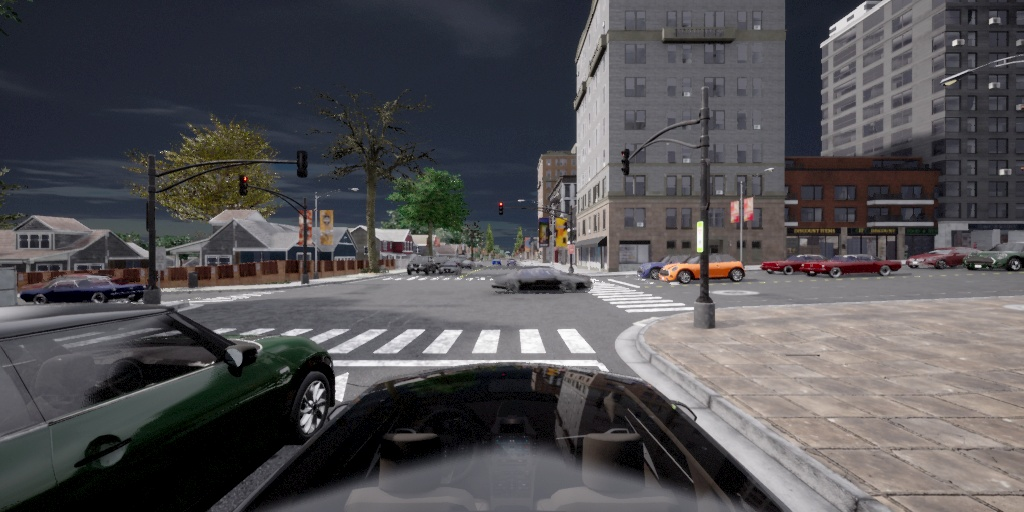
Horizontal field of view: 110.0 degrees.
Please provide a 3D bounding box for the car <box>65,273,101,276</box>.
[{"bbox_3d":[-25.911,1.820,21.327,5.008,1.535,1.882,-2,0,0],"label":"car"}]

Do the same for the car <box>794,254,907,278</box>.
[{"bbox_3d":[20.339,0.584,21.712,4.718,1.301,1.895,-2,0,0],"label":"car"}]

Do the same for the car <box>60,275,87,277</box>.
[{"bbox_3d":[-21.634,1.807,18.325,4.718,1.301,1.895,-2,0,0],"label":"car"}]

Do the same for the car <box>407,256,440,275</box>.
[{"bbox_3d":[-9.895,0.993,39.643,2.150,2.045,5.566,0,0,0],"label":"car"}]

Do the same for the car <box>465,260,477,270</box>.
[{"bbox_3d":[-6.656,1.273,52.623,1.882,1.535,5.008,0,0,0],"label":"car"}]

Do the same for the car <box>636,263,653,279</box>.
[{"bbox_3d":[11.102,0.679,24.998,4.553,1.767,2.097,-2,0,2],"label":"car"}]

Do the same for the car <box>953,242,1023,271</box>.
[{"bbox_3d":[30.494,-0.046,21.745,4.553,1.767,2.097,-2,0,0],"label":"car"}]

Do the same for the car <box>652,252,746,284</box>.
[{"bbox_3d":[11.355,0.680,21.678,4.553,1.767,2.097,-2,0,0],"label":"car"}]

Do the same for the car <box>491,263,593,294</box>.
[{"bbox_3d":[1.550,1.267,19.389,5.357,1.411,2.033,-2,0,19],"label":"car"}]

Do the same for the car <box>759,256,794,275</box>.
[{"bbox_3d":[20.099,0.583,24.961,4.718,1.301,1.895,-2,0,0],"label":"car"}]

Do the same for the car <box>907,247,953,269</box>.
[{"bbox_3d":[30.410,0.121,24.992,4.674,1.442,1.812,-2,0,0],"label":"car"}]

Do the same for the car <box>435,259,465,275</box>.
[{"bbox_3d":[-6.639,1.333,38.754,1.994,1.385,4.181,0,0,0],"label":"car"}]

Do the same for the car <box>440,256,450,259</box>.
[{"bbox_3d":[-9.905,1.007,50.485,2.150,2.045,5.566,0,1,-1],"label":"car"}]

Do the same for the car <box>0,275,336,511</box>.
[{"bbox_3d":[-3.151,1.102,2.446,2.097,1.767,4.553,0,0,0],"label":"car"}]
